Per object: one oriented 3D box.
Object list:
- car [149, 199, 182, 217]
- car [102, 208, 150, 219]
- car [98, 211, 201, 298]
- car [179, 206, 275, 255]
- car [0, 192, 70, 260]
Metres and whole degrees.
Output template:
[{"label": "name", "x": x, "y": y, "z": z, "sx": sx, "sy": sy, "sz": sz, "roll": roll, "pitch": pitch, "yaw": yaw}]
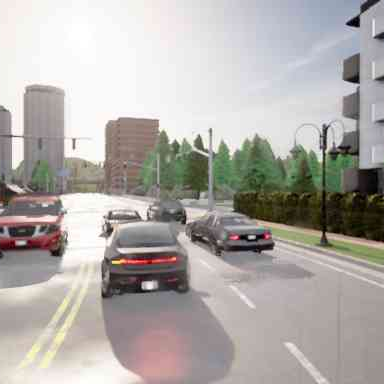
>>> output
[{"label": "car", "x": -1.847, "y": 1.268, "z": 23.063, "sx": 2.097, "sy": 1.767, "sz": 4.553, "roll": 0, "pitch": 0, "yaw": -16}, {"label": "car", "x": -3.675, "y": 1.537, "z": 17.338, "sx": 1.895, "sy": 1.301, "sz": 4.718, "roll": 0, "pitch": 0, "yaw": -18}, {"label": "car", "x": -1.293, "y": 1.473, "z": 8.526, "sx": 1.837, "sy": 1.490, "sz": 4.892, "roll": 0, "pitch": 0, "yaw": -12}, {"label": "car", "x": 1.233, "y": 1.500, "z": 13.130, "sx": 2.033, "sy": 1.411, "sz": 5.357, "roll": 0, "pitch": 0, "yaw": -16}, {"label": "car", "x": -5.974, "y": 1.173, "z": 12.697, "sx": 2.150, "sy": 2.045, "sz": 5.566, "roll": 0, "pitch": 0, "yaw": -17}]
